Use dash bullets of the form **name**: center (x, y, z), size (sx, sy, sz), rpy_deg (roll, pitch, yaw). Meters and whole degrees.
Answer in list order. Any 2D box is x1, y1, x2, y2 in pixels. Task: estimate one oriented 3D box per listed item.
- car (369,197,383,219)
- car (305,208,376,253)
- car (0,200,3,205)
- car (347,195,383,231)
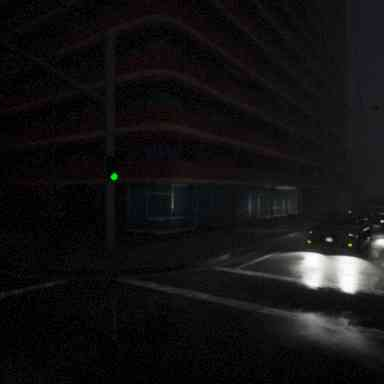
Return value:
- **car**: center (17.146, 1.358, 29.451), size (2.097, 1.767, 4.553), rpy_deg (0, 0, 35)
- **car**: center (6.172, 1.571, 13.858), size (1.994, 1.385, 4.181), rpy_deg (0, 0, 35)
- **car**: center (-22.494, 1.539, 42.562), size (1.882, 1.535, 5.008), rpy_deg (0, 0, 35)
- **car**: center (11.479, 1.228, 21.397), size (2.150, 2.045, 5.566), rpy_deg (0, 0, 35)
